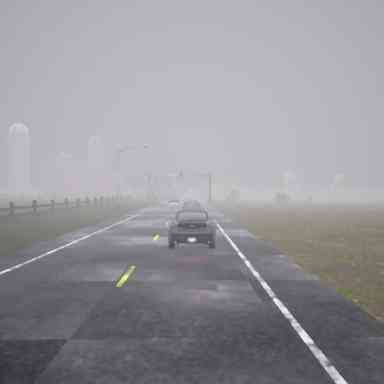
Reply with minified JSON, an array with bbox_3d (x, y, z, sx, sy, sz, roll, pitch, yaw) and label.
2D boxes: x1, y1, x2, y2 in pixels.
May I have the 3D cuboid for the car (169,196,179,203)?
[{"bbox_3d":[-3.500,1.547,66.651,2.033,1.411,5.357,0,0,0],"label":"car"}]

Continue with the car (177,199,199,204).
[{"bbox_3d":[0.000,1.549,29.651,2.033,1.411,5.357,0,0,0],"label":"car"}]

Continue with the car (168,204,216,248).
[{"bbox_3d":[0.000,1.511,14.652,1.837,1.490,4.892,0,0,0],"label":"car"}]
